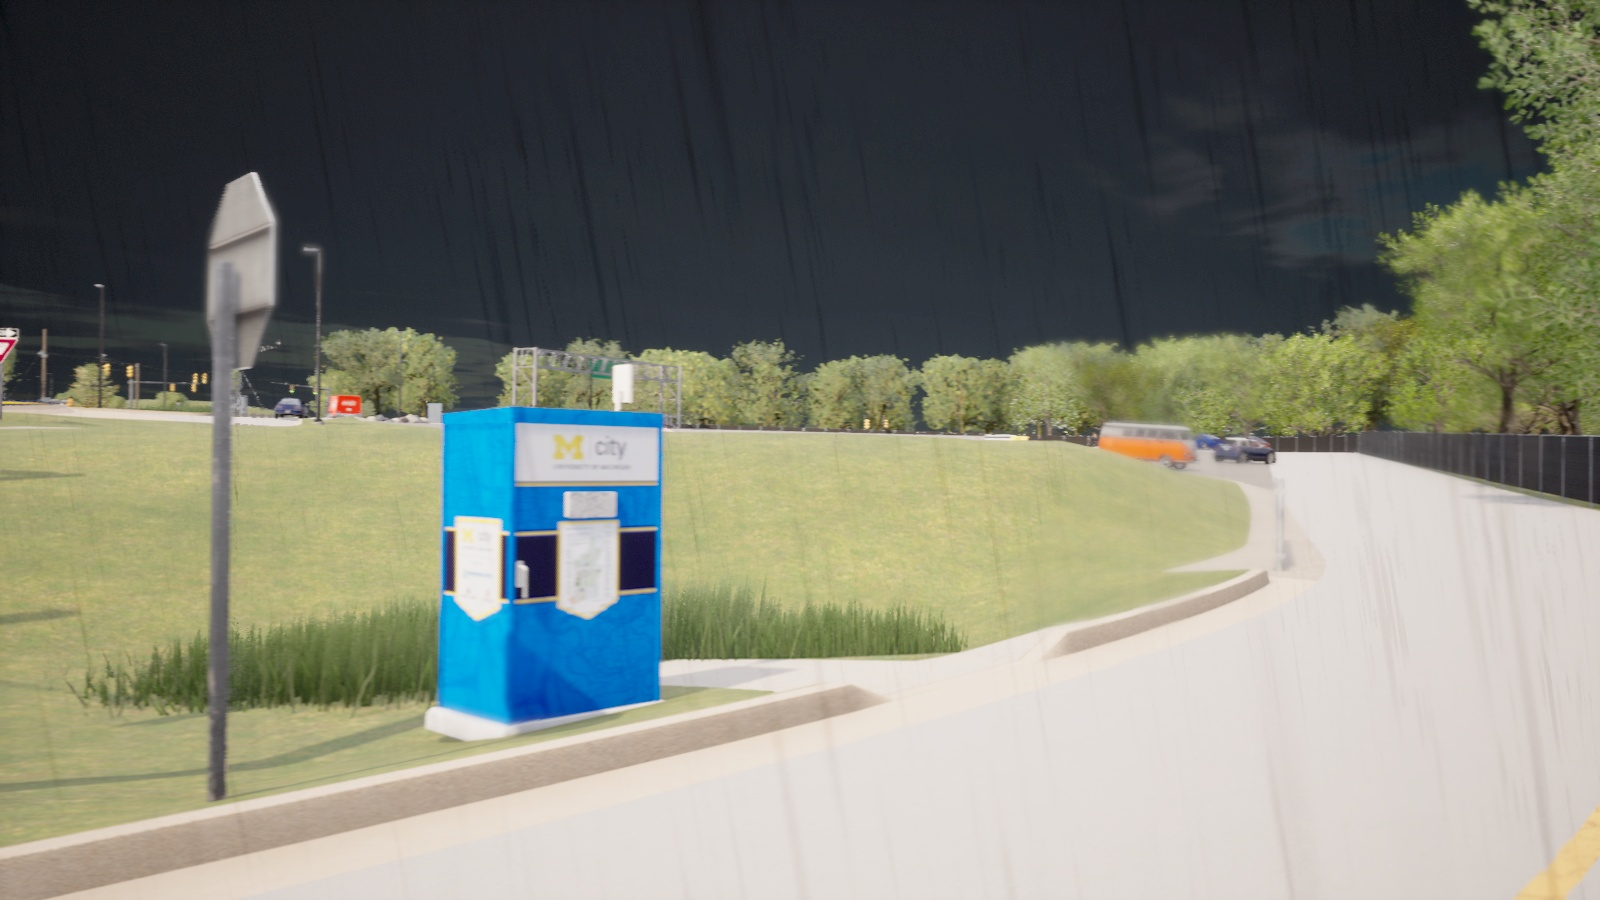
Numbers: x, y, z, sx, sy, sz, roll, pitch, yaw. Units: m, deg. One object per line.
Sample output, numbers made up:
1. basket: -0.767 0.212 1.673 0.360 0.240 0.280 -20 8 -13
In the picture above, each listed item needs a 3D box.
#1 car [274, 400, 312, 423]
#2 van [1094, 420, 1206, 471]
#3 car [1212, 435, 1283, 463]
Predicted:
1. car: -35.413 -2.728 87.771 1.812 1.442 4.674 3 2 -15
2. van: 15.946 -0.232 57.310 4.442 1.987 1.775 5 2 41
3. car: 26.862 -0.068 75.364 3.806 1.475 1.970 1 2 -32
